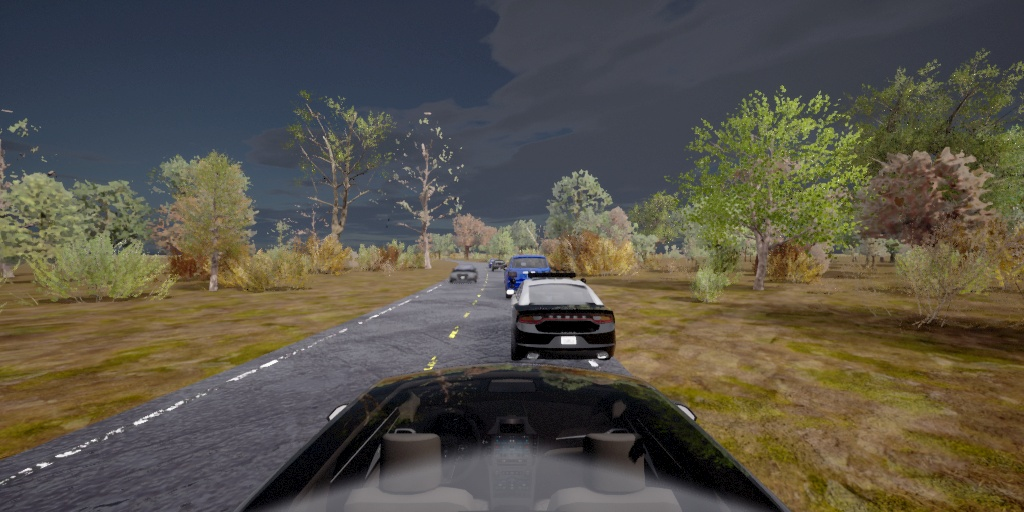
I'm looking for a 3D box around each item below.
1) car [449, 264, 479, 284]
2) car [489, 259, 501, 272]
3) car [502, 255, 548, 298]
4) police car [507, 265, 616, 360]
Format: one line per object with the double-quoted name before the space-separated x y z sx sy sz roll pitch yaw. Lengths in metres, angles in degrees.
"car" -3.534 1.312 27.012 1.994 1.385 4.181 0 0 -3
"car" -1.737 1.254 46.942 1.837 1.490 4.892 0 0 -5
"car" 0.736 0.972 18.411 2.150 2.045 5.566 0 0 -2
"police car" 0.908 1.174 8.443 1.930 1.638 5.238 0 0 0
